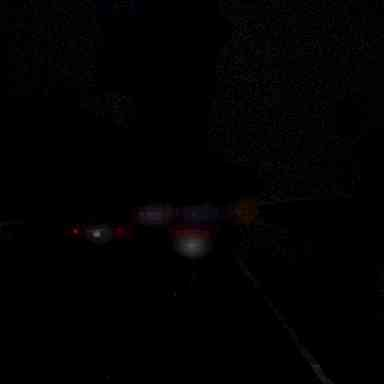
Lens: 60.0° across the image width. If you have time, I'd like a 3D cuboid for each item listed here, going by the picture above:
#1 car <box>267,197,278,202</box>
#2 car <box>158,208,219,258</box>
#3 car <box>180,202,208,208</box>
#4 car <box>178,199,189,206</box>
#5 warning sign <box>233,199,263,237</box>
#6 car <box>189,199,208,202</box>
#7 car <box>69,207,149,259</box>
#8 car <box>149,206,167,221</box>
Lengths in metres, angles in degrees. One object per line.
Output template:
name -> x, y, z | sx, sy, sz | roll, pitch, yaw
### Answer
car -> 21.647, 1.997, 89.681 | 1.837, 1.490, 4.892 | -1, 0, 33
car -> 0.031, 1.642, 13.516 | 2.128, 1.511, 4.902 | 0, 0, 1
car -> 0.428, 1.860, 28.249 | 1.994, 1.385, 4.181 | 0, 0, 5
car -> -1.226, 2.209, 67.539 | 1.994, 1.385, 4.181 | -1, -1, 20
warning sign -> 2.842, 1.303, 17.007 | 1.300, 1.860, 1.060 | -1, -2, 0
car -> 1.747, 2.159, 66.194 | 2.033, 1.411, 5.357 | -1, -1, 20
car -> -3.218, 1.499, 13.467 | 2.097, 1.767, 4.553 | 0, -1, 0
car -> -2.918, 1.841, 27.467 | 2.033, 1.411, 5.357 | 0, -1, 4
